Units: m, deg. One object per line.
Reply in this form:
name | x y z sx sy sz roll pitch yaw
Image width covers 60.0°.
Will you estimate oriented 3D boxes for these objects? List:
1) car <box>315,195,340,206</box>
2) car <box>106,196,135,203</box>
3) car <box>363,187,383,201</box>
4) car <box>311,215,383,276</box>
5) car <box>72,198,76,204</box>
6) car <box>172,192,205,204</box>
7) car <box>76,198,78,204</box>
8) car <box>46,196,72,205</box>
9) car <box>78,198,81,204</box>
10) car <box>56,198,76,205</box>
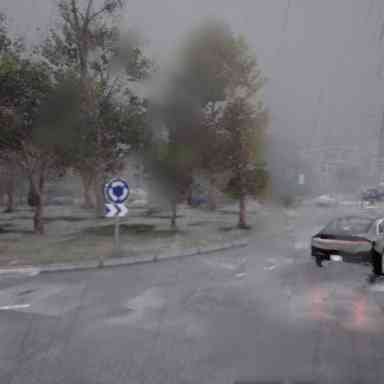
car | 19.462 1.152 47.816 4.674 1.442 1.812 -3 1 -41
car | -11.981 1.213 55.722 4.902 1.511 2.128 -1 -2 1
car | 28.154 0.267 50.395 5.566 2.045 2.150 -5 1 -32
car | 5.451 1.493 10.533 2.128 1.511 4.902 -1 0 43
car | -31.866 2.067 80.352 5.566 2.045 2.435 1 -2 -29
car | -0.500 1.104 55.803 5.566 2.045 2.150 0 -2 22
car | -32.263 2.179 83.326 5.566 2.045 2.435 1 -3 -29
car | -31.384 2.209 77.424 4.892 1.521 2.231 1 -2 -29
car | -33.299 2.639 89.079 5.366 1.575 1.946 1 -2 -28
car | -32.745 2.414 86.226 4.553 1.767 2.185 1 -3 -28
